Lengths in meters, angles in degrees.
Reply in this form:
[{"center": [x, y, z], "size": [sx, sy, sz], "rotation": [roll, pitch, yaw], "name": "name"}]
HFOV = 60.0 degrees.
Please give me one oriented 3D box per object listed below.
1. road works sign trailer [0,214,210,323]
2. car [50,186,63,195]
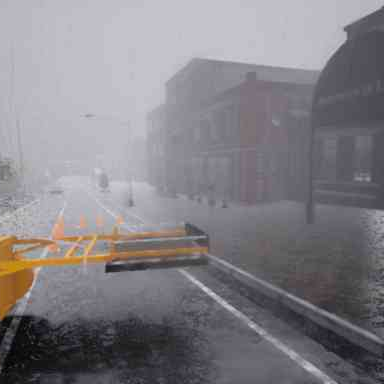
[{"center": [-1.695, 0.698, 5.148], "size": [3.560, 2.880, 2.380], "rotation": [-2, 2, -11], "name": "road works sign trailer"}, {"center": [-23.137, -0.304, 57.127], "size": [2.033, 1.411, 5.357], "rotation": [-2, 3, -19], "name": "car"}]
